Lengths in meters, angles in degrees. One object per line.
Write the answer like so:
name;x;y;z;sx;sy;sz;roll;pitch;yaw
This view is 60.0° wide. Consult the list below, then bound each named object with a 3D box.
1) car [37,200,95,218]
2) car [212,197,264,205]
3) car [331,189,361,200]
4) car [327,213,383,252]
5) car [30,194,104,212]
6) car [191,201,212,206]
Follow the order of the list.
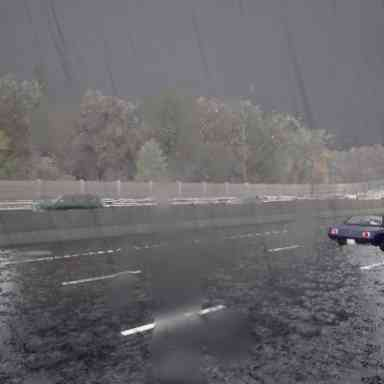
car;-11.396;1.476;30.250;4.674;1.442;1.812;0;0;-35
car;4.334;1.235;28.564;4.553;1.767;2.097;0;0;-35
car;23.481;0.583;50.698;5.566;2.045;2.150;0;0;-35
car;7.644;1.515;13.494;4.718;1.301;1.895;0;0;-35
car;-9.991;1.178;26.955;5.566;2.045;2.150;0;0;-35
car;1.423;1.489;30.791;4.718;1.301;1.895;0;0;-35
